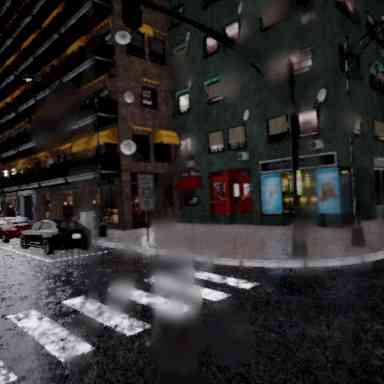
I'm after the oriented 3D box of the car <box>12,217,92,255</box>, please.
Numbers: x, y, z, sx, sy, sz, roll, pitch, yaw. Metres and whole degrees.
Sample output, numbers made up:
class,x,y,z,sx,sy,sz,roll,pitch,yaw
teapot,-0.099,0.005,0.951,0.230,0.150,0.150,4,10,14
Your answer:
class,x,y,z,sx,sy,sz,roll,pitch,yaw
car,-5.936,1.826,14.418,1.947,1.339,4.313,-1,-1,-44

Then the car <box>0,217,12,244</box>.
class,x,y,z,sx,sy,sz,roll,pitch,yaw
car,-9.837,2.022,18.390,1.802,1.307,4.206,-1,-1,-44
